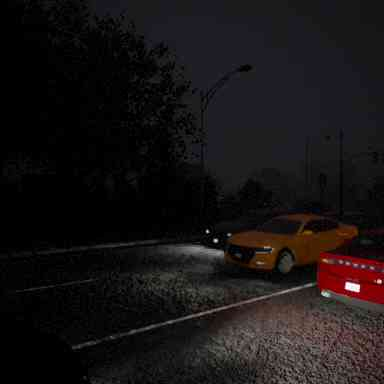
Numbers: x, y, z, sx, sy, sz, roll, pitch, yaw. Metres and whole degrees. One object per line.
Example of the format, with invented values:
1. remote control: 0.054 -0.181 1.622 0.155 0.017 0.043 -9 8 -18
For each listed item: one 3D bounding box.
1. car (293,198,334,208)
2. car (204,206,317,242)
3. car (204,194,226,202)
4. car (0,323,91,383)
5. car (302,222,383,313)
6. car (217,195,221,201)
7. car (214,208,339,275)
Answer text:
1. car: 14.466 1.477 39.825 1.882 1.535 5.008 0 0 -33
2. car: 3.113 1.547 14.776 5.357 1.411 2.033 0 0 -35
3. car: 4.743 1.292 68.783 2.128 1.511 4.902 0 1 -33
4. car: -2.985 1.492 1.625 4.902 1.511 2.128 0 0 -35
5. car: 4.768 1.478 7.124 5.008 1.535 1.882 0 0 -35
6. car: 3.918 1.454 56.637 1.812 1.442 4.674 0 1 -32
7. car: 3.308 1.477 10.623 5.008 1.535 1.882 0 0 -35
